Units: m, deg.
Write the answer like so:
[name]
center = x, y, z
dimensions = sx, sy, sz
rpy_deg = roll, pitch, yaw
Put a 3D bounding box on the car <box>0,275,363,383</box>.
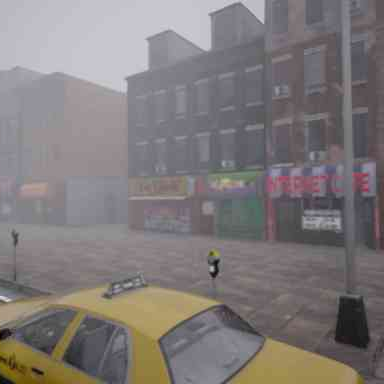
[car]
center = -0.871, 1.551, 3.438
dimensions = 4.829, 1.417, 1.752
rpy_deg = -1, -1, 36
